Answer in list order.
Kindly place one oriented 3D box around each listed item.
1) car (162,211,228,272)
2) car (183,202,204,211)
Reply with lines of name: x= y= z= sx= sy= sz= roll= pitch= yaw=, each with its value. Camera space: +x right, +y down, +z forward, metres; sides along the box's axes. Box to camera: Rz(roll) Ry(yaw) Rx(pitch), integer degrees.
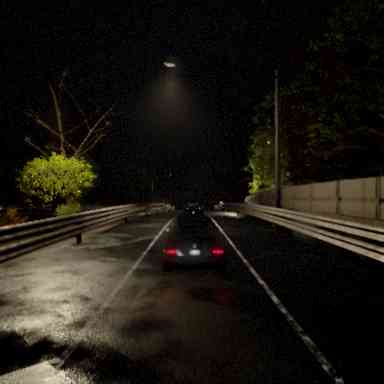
car: x=0.074 y=1.570 z=10.859 sx=2.033 sy=1.411 sz=5.357 roll=0 pitch=0 yaw=0
car: x=0.146 y=1.705 z=32.298 sx=2.128 sy=1.511 sz=4.902 roll=0 pitch=-1 yaw=0
